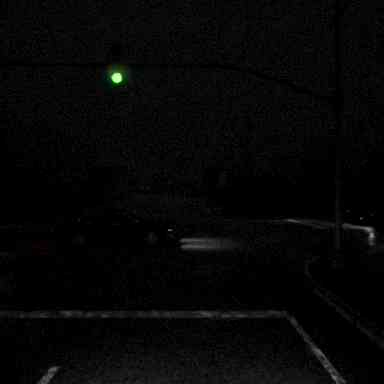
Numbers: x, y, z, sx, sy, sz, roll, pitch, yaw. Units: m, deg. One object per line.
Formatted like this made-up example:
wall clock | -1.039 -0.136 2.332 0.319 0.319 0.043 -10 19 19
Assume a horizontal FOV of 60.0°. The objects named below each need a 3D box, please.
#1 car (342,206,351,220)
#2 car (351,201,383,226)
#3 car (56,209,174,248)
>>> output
car | 13.740 1.445 25.779 4.902 1.511 2.128 0 0 -3
car | 13.590 1.486 22.265 4.674 1.442 1.812 0 0 -3
car | -3.207 1.492 14.222 4.892 1.490 1.837 0 0 -3
